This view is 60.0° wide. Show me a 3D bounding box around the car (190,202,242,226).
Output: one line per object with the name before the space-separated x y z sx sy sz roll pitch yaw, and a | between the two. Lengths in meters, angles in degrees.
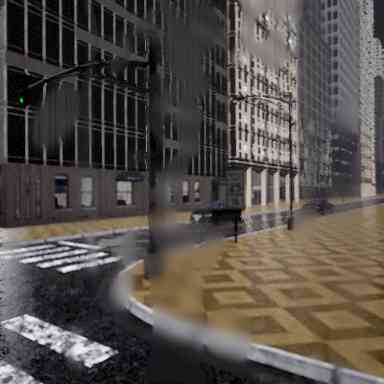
car | 1.784 1.489 23.600 2.128 1.511 4.902 -1 0 37

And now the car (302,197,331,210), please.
car | 15.920 1.413 42.509 2.128 1.511 4.902 -1 0 37

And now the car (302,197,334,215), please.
car | 12.464 1.473 32.760 2.033 1.411 5.357 -1 0 37
